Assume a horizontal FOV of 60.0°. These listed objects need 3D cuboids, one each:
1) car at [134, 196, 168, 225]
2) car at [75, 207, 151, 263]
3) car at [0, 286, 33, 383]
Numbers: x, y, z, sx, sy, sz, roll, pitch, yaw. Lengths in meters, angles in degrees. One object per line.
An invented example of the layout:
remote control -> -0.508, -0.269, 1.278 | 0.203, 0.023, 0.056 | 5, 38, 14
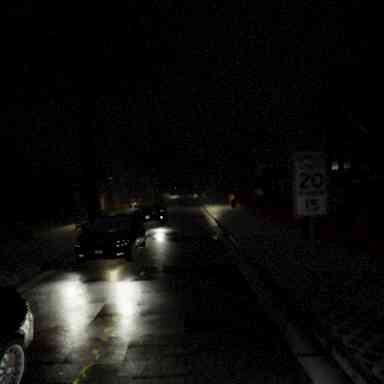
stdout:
car -> -3.029, 1.319, 25.057 | 2.150, 2.045, 5.566 | -2, 0, -1
car -> -2.932, 1.589, 12.800 | 1.882, 1.535, 5.008 | -2, 0, -1
car -> -2.941, 1.641, 2.435 | 1.812, 1.442, 4.674 | -2, 0, 1
